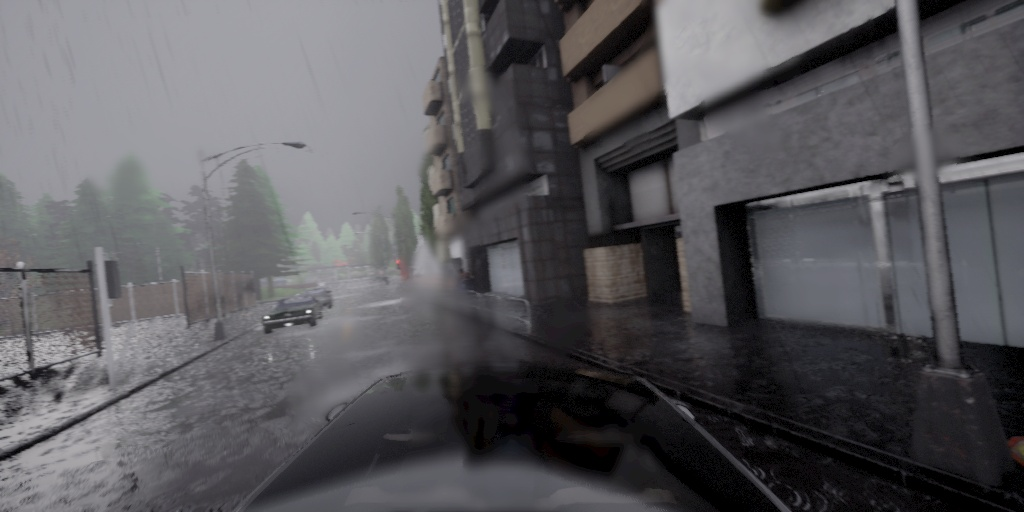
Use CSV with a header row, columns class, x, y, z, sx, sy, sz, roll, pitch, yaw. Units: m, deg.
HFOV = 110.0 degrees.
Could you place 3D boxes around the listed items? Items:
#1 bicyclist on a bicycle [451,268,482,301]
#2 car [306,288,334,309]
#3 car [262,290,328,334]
class,x,y,z,sx,sy,sz,roll,pitch,yaw
bicyclist on a bicycle,-2.343,1.438,18.201,1.656,1.620,0.582,-6,0,-24
car,-13.275,2.919,24.318,1.994,1.385,4.181,-6,0,-23
car,-9.817,2.526,16.316,1.895,1.301,4.718,-6,0,-24
